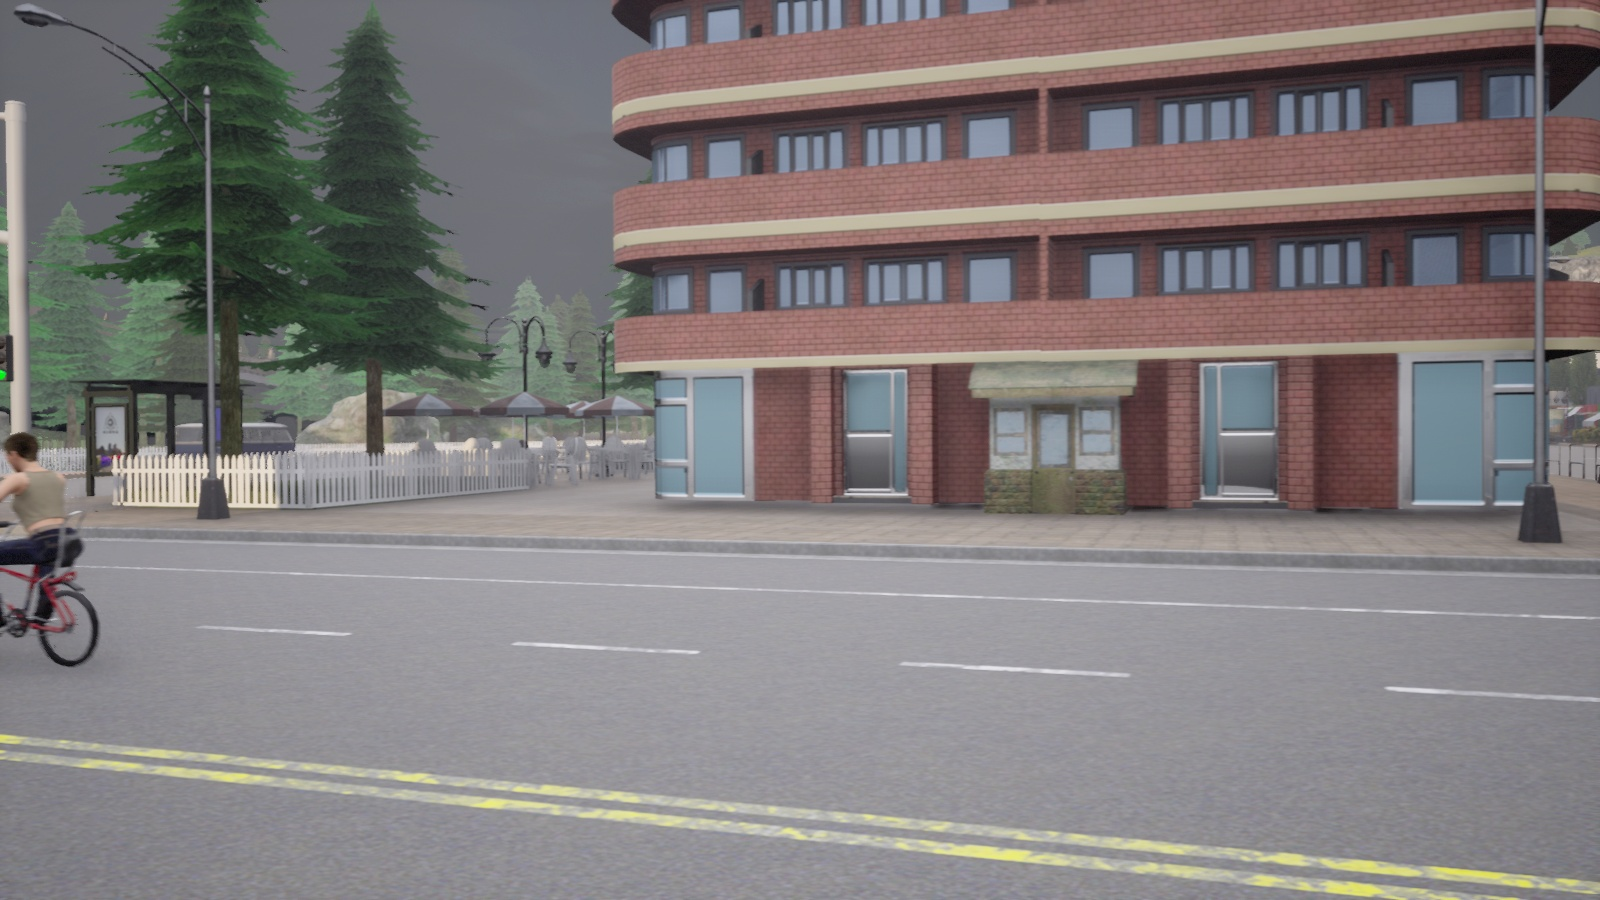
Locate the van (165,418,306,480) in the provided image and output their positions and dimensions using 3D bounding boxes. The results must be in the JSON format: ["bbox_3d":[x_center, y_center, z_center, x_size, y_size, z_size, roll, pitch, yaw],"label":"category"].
[{"bbox_3d":[-18.941,-0.063,42.340,1.775,1.987,4.442,0,1,19],"label":"van"}]

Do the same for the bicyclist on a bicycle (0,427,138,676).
[{"bbox_3d":[-5.573,0.646,8.766,1.509,1.612,0.866,0,1,18],"label":"bicyclist on a bicycle"}]
